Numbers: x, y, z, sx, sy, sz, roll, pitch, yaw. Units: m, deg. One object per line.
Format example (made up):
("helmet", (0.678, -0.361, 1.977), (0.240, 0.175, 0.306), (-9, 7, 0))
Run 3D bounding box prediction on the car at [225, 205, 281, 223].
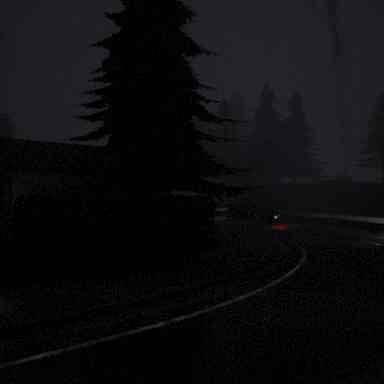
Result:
("car", (4.579, 1.523, 25.644), (1.837, 1.490, 4.892), (0, 0, -35))
